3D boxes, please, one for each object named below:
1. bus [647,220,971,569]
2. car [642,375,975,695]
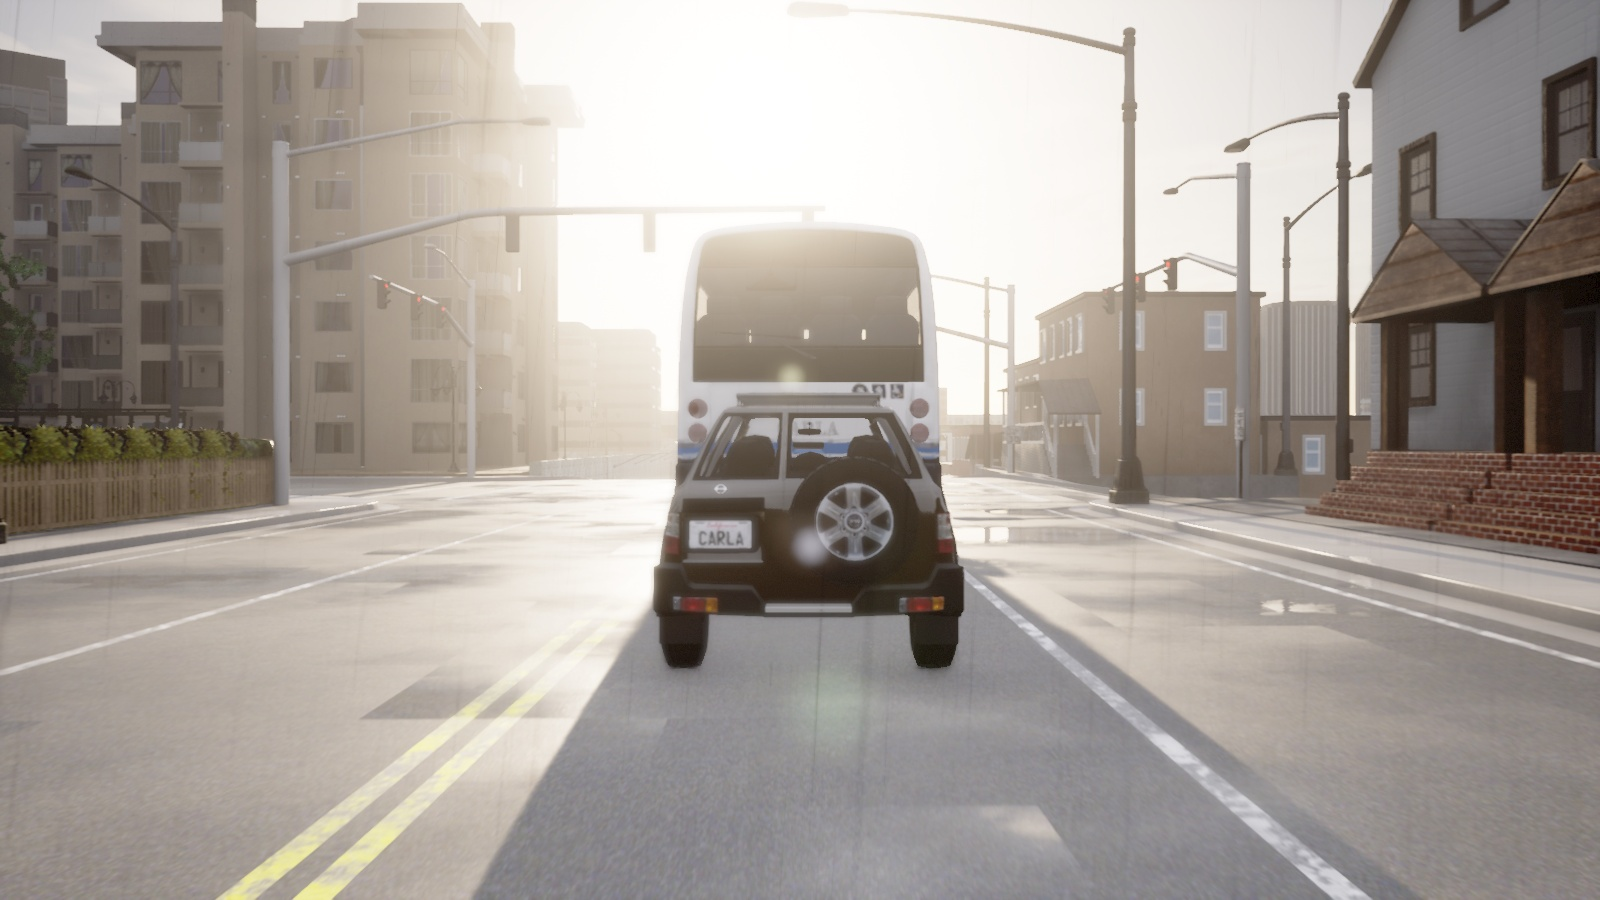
[{"bbox_3d":[0.135,-0.749,20.470,3.944,4.253,10.273,0,1,0],"label":"bus"},{"bbox_3d":[0.072,0.504,9.588,1.932,1.855,4.605,0,0,1],"label":"car"}]
